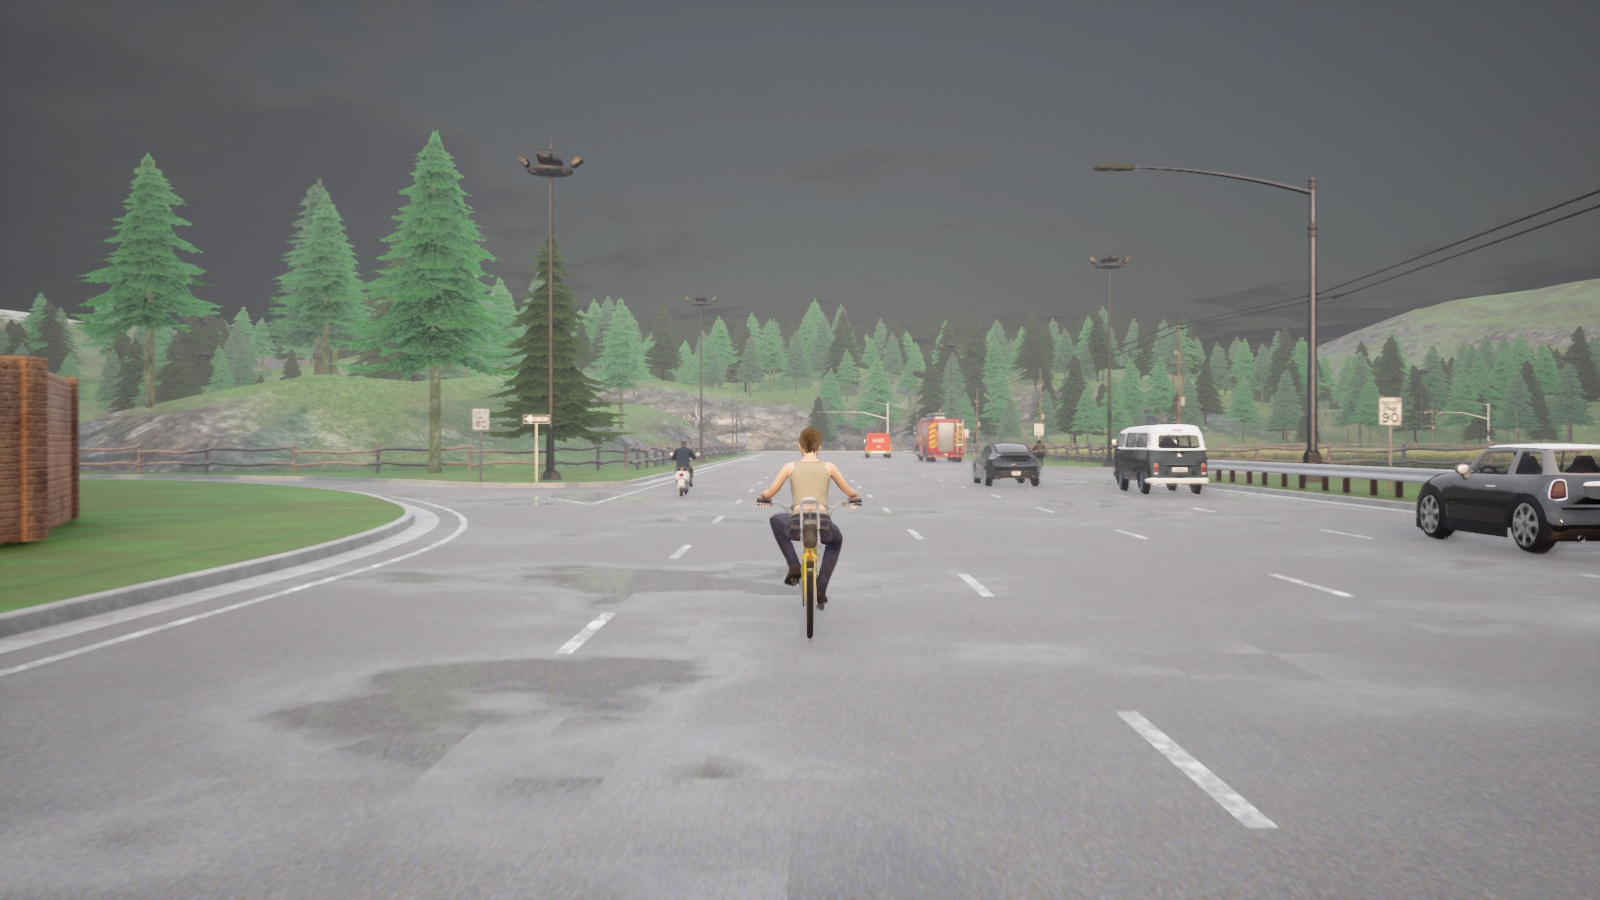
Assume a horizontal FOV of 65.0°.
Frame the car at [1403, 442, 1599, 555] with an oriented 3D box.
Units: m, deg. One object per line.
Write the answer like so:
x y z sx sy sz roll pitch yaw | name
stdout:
10.618 0.618 18.176 1.970 1.475 3.806 0 0 0 | car

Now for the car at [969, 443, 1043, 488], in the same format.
7.268 0.507 44.715 1.837 1.490 4.892 0 1 0 | car

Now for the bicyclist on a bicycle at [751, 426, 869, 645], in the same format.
0.077 0.627 9.986 0.866 1.612 1.509 0 0 0 | bicyclist on a bicycle

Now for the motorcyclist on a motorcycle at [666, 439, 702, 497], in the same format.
-3.283 0.496 35.667 0.866 1.590 1.817 0 0 0 | motorcyclist on a motorcycle

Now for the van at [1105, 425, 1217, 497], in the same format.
10.728 0.272 37.644 2.069 2.038 4.480 0 1 0 | van
